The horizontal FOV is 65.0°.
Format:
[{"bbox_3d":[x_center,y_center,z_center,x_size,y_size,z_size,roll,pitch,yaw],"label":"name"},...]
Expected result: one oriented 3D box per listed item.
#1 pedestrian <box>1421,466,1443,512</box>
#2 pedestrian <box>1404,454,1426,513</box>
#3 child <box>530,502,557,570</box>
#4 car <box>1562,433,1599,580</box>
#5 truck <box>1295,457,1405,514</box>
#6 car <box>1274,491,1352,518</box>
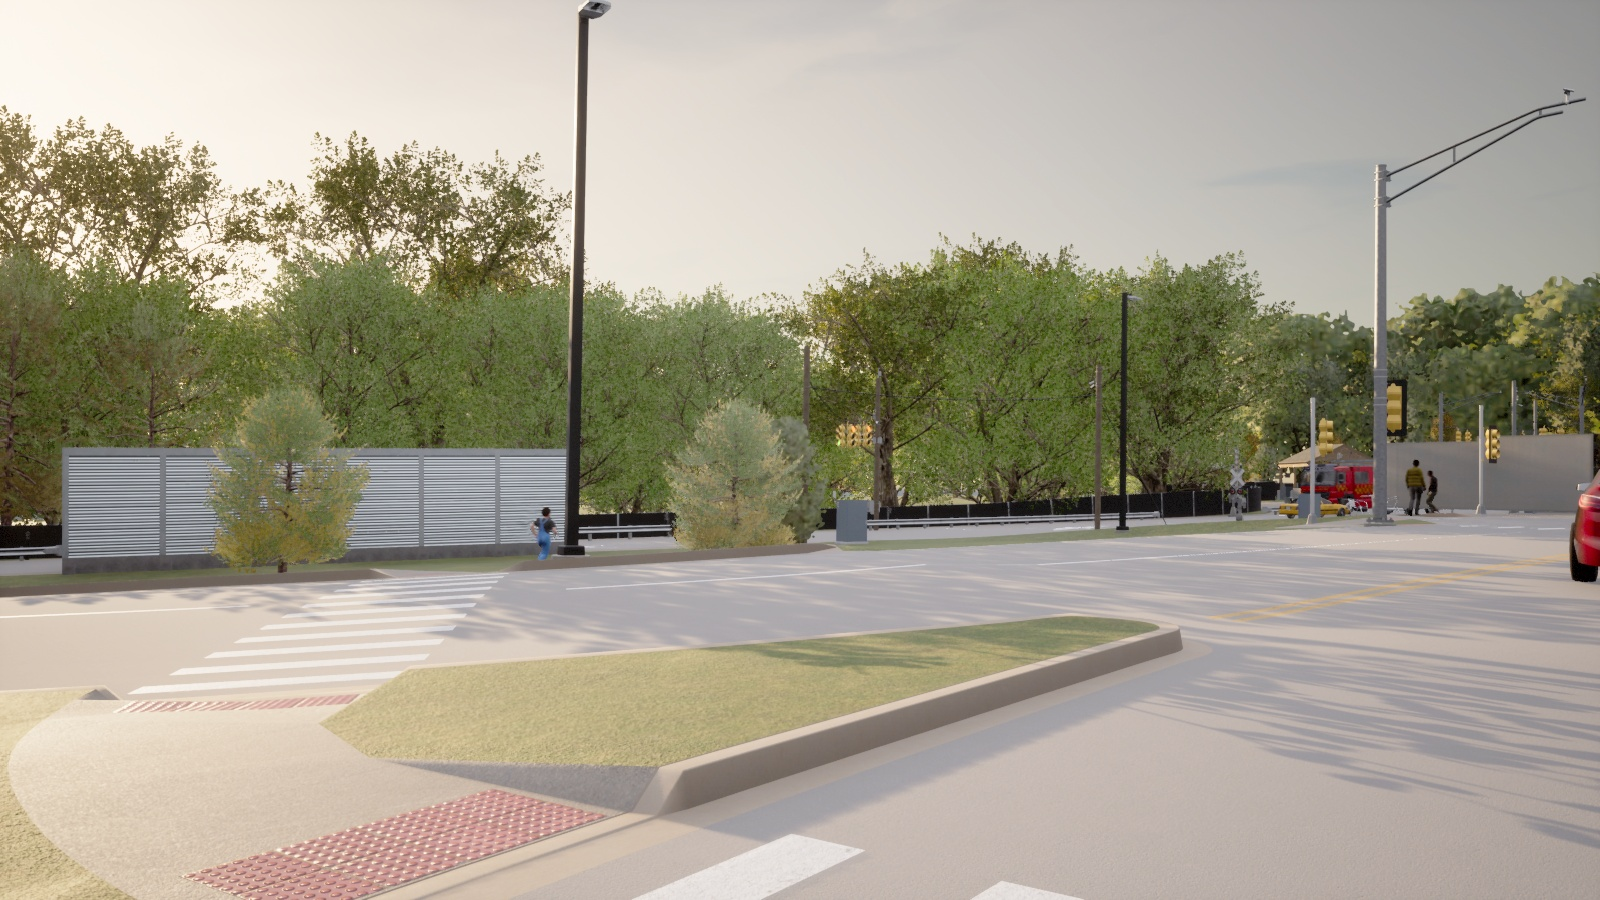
[{"bbox_3d":[25.201,1.559,50.060,0.703,1.840,0.431,-1,-2,44],"label":"pedestrian"},{"bbox_3d":[19.366,1.070,39.542,0.709,1.840,0.431,2,-2,-45],"label":"pedestrian"},{"bbox_3d":[-4.832,1.621,23.691,0.270,1.263,0.437,0,-2,23],"label":"child"},{"bbox_3d":[11.008,0.632,15.717,2.242,1.667,4.611,-1,-1,35],"label":"car"},{"bbox_3d":[39.356,2.460,89.770,8.468,3.827,2.891,0,-1,-32],"label":"truck"},{"bbox_3d":[33.541,3.556,82.083,5.366,1.575,1.801,0,0,-30],"label":"car"}]
